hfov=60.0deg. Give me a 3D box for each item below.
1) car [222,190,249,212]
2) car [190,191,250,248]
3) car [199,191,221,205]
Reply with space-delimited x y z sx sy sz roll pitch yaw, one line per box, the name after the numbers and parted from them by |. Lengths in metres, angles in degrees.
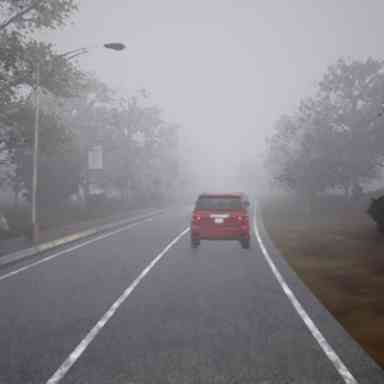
4.007 0.753 30.022 2.097 1.767 4.553 0 1 11 | car
1.231 1.005 13.972 2.150 2.045 5.566 0 1 7 | car
2.305 0.677 40.992 2.128 1.511 4.902 0 1 10 | car
